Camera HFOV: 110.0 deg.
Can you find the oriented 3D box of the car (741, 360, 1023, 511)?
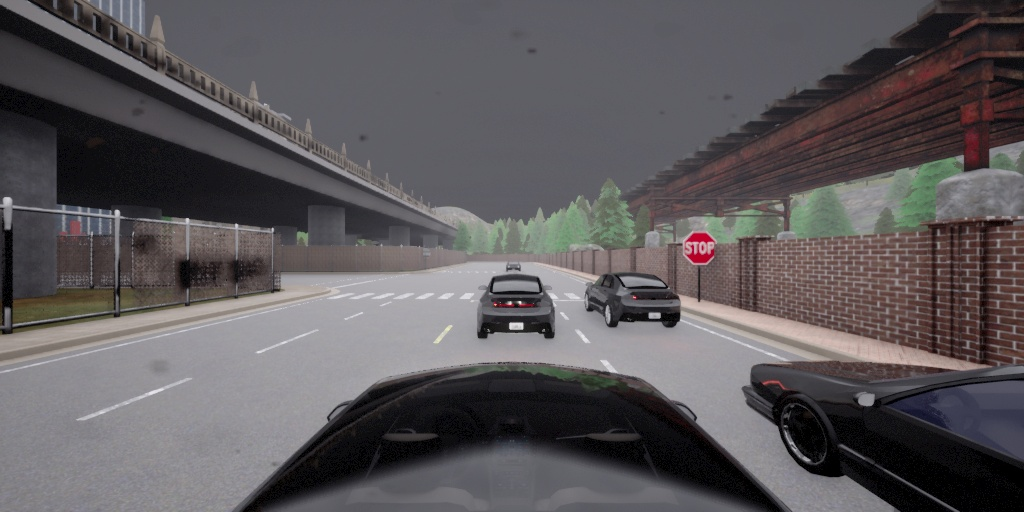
[{"bbox_3d":[3.600,1.297,1.697,2.033,1.411,5.357,0,0,0],"label":"car"}]

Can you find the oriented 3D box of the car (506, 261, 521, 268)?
[{"bbox_3d":[0.166,1.351,46.355,1.895,1.301,4.718,0,0,-1],"label":"car"}]

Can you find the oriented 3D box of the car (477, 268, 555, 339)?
[{"bbox_3d":[0.095,1.255,10.083,1.837,1.490,4.892,0,0,0],"label":"car"}]

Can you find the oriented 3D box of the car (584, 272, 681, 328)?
[{"bbox_3d":[3.596,1.255,11.443,1.837,1.490,4.892,0,0,0],"label":"car"}]
